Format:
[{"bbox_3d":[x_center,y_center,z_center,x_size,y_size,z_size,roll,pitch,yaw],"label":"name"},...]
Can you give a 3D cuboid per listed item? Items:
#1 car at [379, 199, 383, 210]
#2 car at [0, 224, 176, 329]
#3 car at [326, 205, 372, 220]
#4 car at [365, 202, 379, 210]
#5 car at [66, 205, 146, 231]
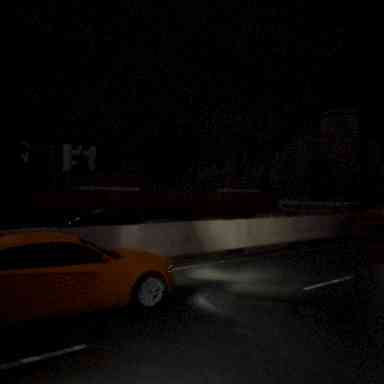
[{"bbox_3d":[11.832,1.417,16.478,5.566,2.045,2.150,1,0,-36],"label":"car"},{"bbox_3d":[-2.625,1.492,6.173,5.008,1.535,1.882,1,-1,-35],"label":"car"},{"bbox_3d":[15.072,1.915,31.834,4.718,1.301,1.895,1,0,-35],"label":"car"},{"bbox_3d":[17.844,1.550,29.498,5.566,2.045,2.150,1,-1,-35],"label":"car"},{"bbox_3d":[-5.506,1.607,21.539,4.674,1.442,1.812,1,0,-36],"label":"car"}]
